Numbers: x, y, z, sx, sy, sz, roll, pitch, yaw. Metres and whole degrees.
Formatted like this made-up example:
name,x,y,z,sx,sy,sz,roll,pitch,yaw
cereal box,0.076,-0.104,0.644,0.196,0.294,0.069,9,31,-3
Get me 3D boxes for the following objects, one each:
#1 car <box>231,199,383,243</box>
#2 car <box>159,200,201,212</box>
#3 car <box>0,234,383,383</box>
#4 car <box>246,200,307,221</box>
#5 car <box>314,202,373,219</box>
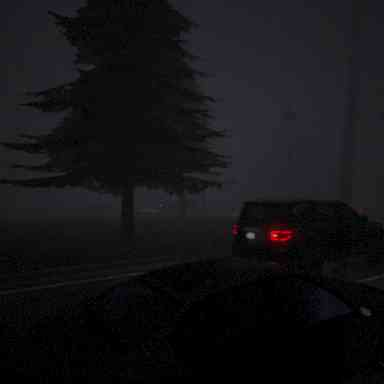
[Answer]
name,x,y,z,sx,sy,sz,roll,pitch,yaw
car,3.710,1.224,10.122,5.566,2.045,2.150,0,0,-35
car,-1.357,1.486,38.767,4.892,1.490,1.837,0,-1,4
car,0.586,1.546,3.975,5.357,1.411,2.033,0,0,-32
car,6.915,1.481,27.911,1.882,1.535,5.008,1,-1,-33
car,13.574,1.618,30.180,1.895,1.301,4.718,0,0,-27
